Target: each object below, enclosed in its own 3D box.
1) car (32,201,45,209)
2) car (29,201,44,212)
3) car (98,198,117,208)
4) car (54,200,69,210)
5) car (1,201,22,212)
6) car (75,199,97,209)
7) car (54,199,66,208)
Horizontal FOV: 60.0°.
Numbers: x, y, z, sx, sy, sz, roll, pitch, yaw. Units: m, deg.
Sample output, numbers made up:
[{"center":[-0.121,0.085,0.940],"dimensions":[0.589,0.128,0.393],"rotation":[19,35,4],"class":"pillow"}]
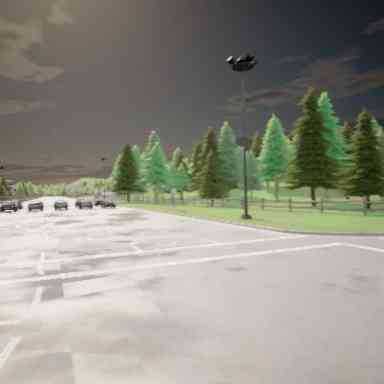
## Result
[{"center":[-26.688,2.238,57.785],"dimensions":[1.895,1.301,4.718],"rotation":[-1,0,-23],"class":"car"},{"center":[-23.104,2.043,49.314],"dimensions":[2.128,1.511,4.902],"rotation":[-1,0,-23],"class":"car"},{"center":[-13.447,1.924,53.436],"dimensions":[1.895,1.301,4.718],"rotation":[-1,0,-23],"class":"car"},{"center":[-19.882,1.967,50.679],"dimensions":[2.128,1.511,4.902],"rotation":[-1,0,-23],"class":"car"},{"center":[-26.456,2.136,48.413],"dimensions":[1.837,1.490,4.892],"rotation":[-1,0,-23],"class":"car"},{"center":[-16.660,1.890,52.044],"dimensions":[2.128,1.511,4.902],"rotation":[-1,0,-23],"class":"car"},{"center":[-23.456,2.087,59.122],"dimensions":[1.812,1.442,4.674],"rotation":[-1,0,-23],"class":"car"}]
